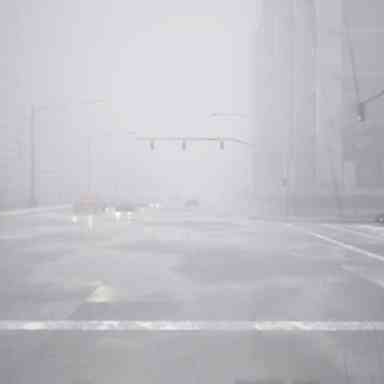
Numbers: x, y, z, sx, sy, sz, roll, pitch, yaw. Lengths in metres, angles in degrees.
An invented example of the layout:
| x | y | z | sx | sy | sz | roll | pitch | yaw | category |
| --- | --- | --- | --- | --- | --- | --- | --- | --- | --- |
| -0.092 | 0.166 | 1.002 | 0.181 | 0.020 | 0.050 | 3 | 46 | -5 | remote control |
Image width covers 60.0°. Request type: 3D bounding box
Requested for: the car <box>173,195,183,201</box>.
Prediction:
| x | y | z | sx | sy | sz | roll | pitch | yaw | category |
| --- | --- | --- | --- | --- | --- | --- | --- | --- | --- |
| -3.114 | 1.392 | 75.725 | 1.895 | 1.301 | 4.718 | 0 | 0 | 1 | car |

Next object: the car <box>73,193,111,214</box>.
| x | y | z | sx | sy | sz | roll | pitch | yaw | category |
| --- | --- | --- | --- | --- | --- | --- | --- | --- | --- |
| -10.785 | 1.166 | 35.513 | 2.150 | 2.045 | 5.566 | 0 | 0 | 1 | car |

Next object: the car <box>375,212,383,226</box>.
| x | y | z | sx | sy | sz | roll | pitch | yaw | category |
| --- | --- | --- | --- | --- | --- | --- | --- | --- | --- |
| 13.921 | 1.530 | 20.932 | 4.181 | 1.385 | 1.994 | 0 | 0 | 0 | car |

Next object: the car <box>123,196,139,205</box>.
| x | y | z | sx | sy | sz | roll | pitch | yaw | category |
| --- | --- | --- | --- | --- | --- | --- | --- | --- | --- |
| -10.462 | 1.437 | 57.281 | 1.812 | 1.442 | 4.674 | 0 | 1 | 2 | car |

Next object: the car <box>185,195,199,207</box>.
| x | y | z | sx | sy | sz | roll | pitch | yaw | category |
| --- | --- | --- | --- | --- | --- | --- | --- | --- | --- |
| 0.073 | 1.450 | 48.458 | 1.812 | 1.442 | 4.674 | 0 | 0 | 1 | car |

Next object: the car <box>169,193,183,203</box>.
| x | y | z | sx | sy | sz | roll | pitch | yaw | category |
| --- | --- | --- | --- | --- | --- | --- | --- | --- | --- |
| -3.270 | 1.120 | 65.082 | 2.150 | 2.045 | 5.566 | 0 | 0 | 1 | car |

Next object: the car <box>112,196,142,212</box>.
| x | y | z | sx | sy | sz | roll | pitch | yaw | category |
| --- | --- | --- | --- | --- | --- | --- | --- | --- | --- |
| -7.259 | 1.505 | 37.459 | 1.994 | 1.385 | 4.181 | 0 | 0 | 1 | car |

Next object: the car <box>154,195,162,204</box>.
| x | y | z | sx | sy | sz | roll | pitch | yaw | category |
| --- | --- | --- | --- | --- | --- | --- | --- | --- | --- |
| -6.830 | 1.393 | 63.416 | 2.128 | 1.511 | 4.902 | 0 | 0 | 1 | car |

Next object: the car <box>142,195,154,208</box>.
| x | y | z | sx | sy | sz | roll | pitch | yaw | category |
| --- | --- | --- | --- | --- | --- | --- | --- | --- | --- |
| -7.122 | 1.474 | 46.764 | 2.033 | 1.411 | 5.357 | 0 | 0 | 2 | car |

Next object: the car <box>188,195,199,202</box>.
| x | y | z | sx | sy | sz | roll | pitch | yaw | category |
| --- | --- | --- | --- | --- | --- | --- | --- | --- | --- |
| 0.352 | 1.403 | 72.584 | 2.128 | 1.511 | 4.902 | 0 | 0 | 1 | car |
